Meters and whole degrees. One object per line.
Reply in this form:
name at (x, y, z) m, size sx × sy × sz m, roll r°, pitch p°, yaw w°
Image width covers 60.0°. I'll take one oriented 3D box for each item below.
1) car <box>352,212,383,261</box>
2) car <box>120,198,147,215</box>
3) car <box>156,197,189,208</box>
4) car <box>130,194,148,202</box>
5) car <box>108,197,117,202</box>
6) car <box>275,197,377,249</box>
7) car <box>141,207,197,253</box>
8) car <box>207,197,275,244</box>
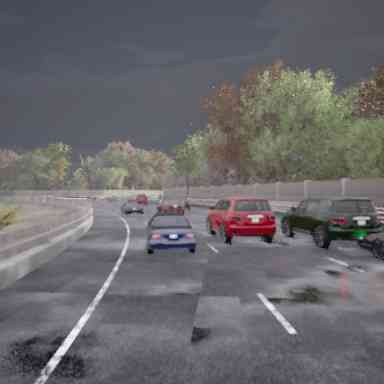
car at (7.349, 1.530, 9.411) m, size 2.033 × 1.411 × 5.357 m, roll 0°, pitch 0°, yaw -13°
car at (-6.543, 1.680, 35.852) m, size 1.994 × 1.385 × 4.181 m, roll 0°, pitch 0°, yaw -19°
car at (-2.286, 1.442, 34.223) m, size 2.097 × 1.767 × 4.553 m, roll 0°, pitch 0°, yaw -18°
car at (-9.669, 1.406, 59.077) m, size 2.150 × 2.045 × 5.566 m, roll 0°, pitch 0°, yaw -27°
car at (-19.962, 1.834, 83.288) m, size 2.033 × 1.411 × 5.357 m, roll 0°, pitch 0°, yaw -11°
car at (5.890, 1.222, 14.785) m, size 2.150 × 2.045 × 5.566 m, roll 0°, pitch 0°, yaw -6°
car at (-0.982, 1.584, 13.921) m, size 2.033 × 1.411 × 5.357 m, roll 0°, pitch 0°, yaw -8°
car at (2.203, 1.246, 16.138) m, size 2.150 × 2.045 × 5.566 m, roll 0°, pitch 0°, yaw -8°
